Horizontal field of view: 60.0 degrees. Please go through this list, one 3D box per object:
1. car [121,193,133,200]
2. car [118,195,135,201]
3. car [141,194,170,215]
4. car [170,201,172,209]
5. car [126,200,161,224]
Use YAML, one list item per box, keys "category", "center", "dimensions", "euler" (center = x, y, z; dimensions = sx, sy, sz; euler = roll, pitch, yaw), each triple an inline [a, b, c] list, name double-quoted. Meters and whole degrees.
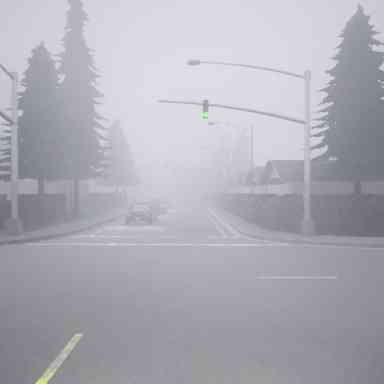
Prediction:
- category: "car"
  center: [-17.097, 1.139, 80.441]
  dimensions: [3.866, 1.878, 1.905]
  euler: [0, 0, -1]
- category: "car"
  center: [-16.519, 1.425, 83.771]
  dimensions: [3.806, 1.475, 1.970]
  euler: [0, 0, -1]
- category: "car"
  center: [-3.726, 1.378, 34.765]
  dimensions: [2.097, 1.767, 4.553]
  euler: [0, 0, 0]
- category: "car"
  center: [-3.727, 1.596, 44.716]
  dimensions: [1.994, 1.385, 4.181]
  euler: [0, 0, 1]
- category: "car"
  center: [-3.691, 1.545, 24.993]
  dimensions: [1.812, 1.442, 4.674]
  euler: [0, 0, 1]
